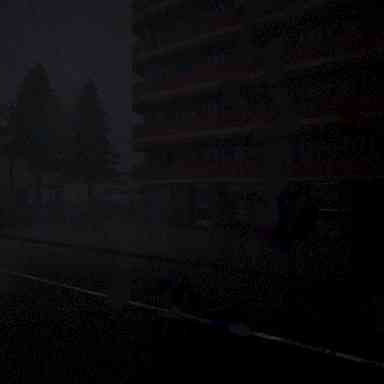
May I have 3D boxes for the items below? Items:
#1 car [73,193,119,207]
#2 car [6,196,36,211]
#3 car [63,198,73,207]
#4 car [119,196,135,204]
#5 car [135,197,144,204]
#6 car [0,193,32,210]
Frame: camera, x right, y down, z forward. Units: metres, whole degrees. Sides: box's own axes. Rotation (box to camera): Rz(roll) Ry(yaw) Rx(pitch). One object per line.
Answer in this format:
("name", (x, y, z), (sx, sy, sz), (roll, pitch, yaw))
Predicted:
("car", (-13.830, 1.166, 48.315), (2.150, 2.045, 5.566), (0, 0, 36))
("car", (-19.332, 1.545, 40.262), (1.895, 1.301, 4.718), (0, 0, 34))
("car", (-17.174, 1.470, 49.521), (1.812, 1.442, 4.674), (0, 0, 36))
("car", (-10.751, 1.470, 57.537), (1.812, 1.442, 4.674), (0, 0, 44))
("car", (-6.559, 1.492, 56.911), (5.357, 1.411, 2.033), (0, 0, -42))
("car", (-22.618, 1.166, 41.639), (2.150, 2.045, 5.566), (0, 0, 34))
